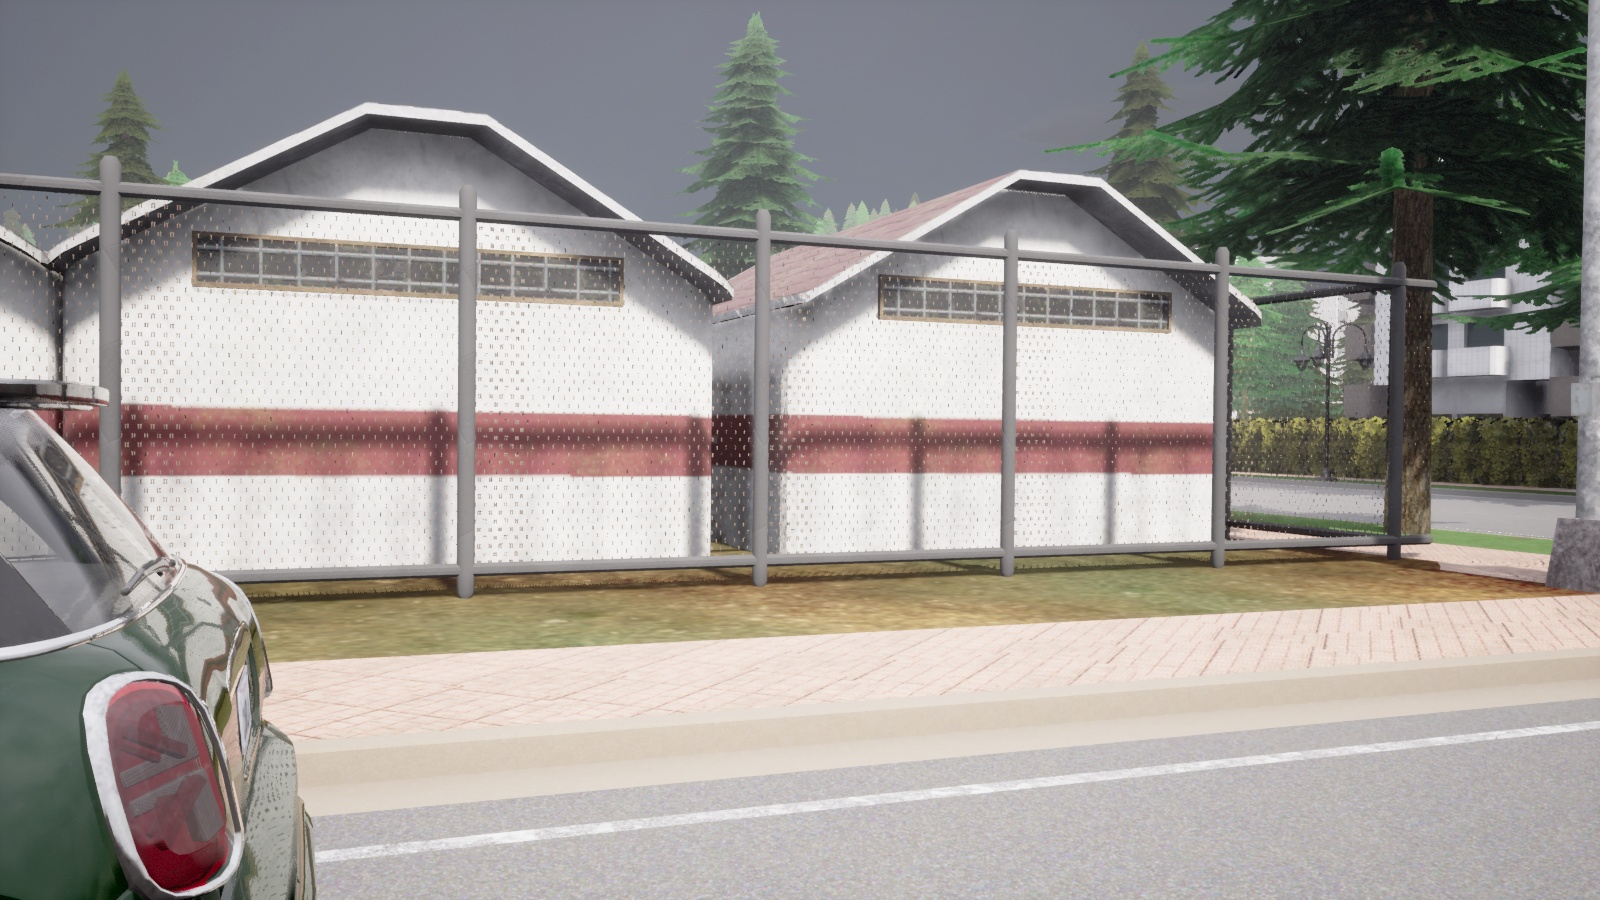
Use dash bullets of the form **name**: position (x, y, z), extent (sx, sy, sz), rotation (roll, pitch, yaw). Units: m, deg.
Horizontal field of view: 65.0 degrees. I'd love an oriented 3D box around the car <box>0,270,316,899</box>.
- **car**: position (-3.231, 0.659, 2.011), extent (4.553, 1.767, 2.097), rotation (-1, 1, -21)
